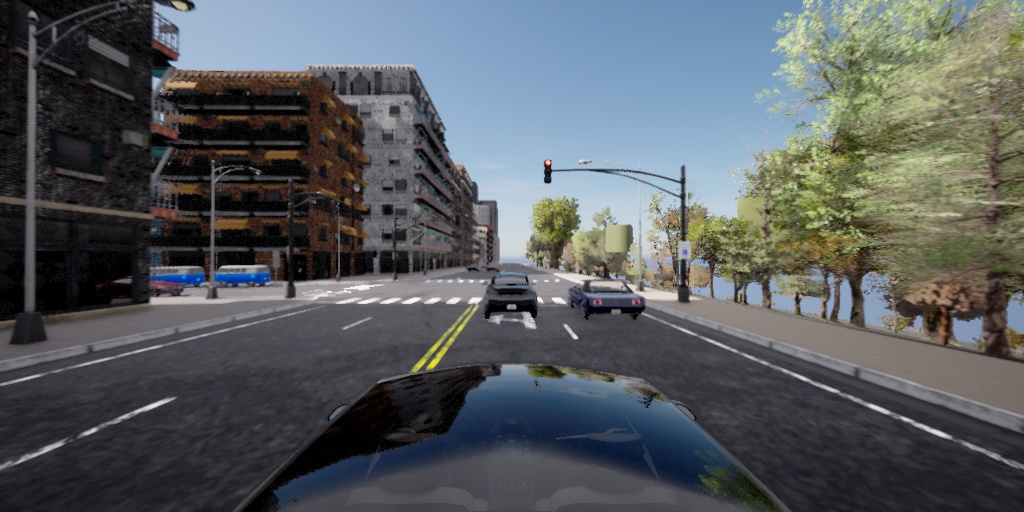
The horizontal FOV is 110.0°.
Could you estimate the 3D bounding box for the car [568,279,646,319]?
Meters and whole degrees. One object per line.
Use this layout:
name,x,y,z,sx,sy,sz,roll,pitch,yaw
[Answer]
car,3.289,1.500,13.481,1.895,1.301,4.718,0,-1,0

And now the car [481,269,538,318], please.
car,-0.102,1.408,13.825,1.837,1.490,4.892,0,-1,-2

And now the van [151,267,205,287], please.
van,-28.317,1.789,30.239,3.998,1.789,1.690,0,0,-1

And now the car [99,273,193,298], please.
car,-22.629,1.882,21.969,4.207,1.307,1.802,0,0,-1

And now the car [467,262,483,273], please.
car,-6.532,2.118,61.003,1.895,1.301,4.718,0,-1,1

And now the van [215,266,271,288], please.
van,-22.715,1.716,30.316,3.998,1.789,1.690,0,0,-1

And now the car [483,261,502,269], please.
car,-3.289,1.870,61.082,2.097,1.767,4.553,0,-1,1
